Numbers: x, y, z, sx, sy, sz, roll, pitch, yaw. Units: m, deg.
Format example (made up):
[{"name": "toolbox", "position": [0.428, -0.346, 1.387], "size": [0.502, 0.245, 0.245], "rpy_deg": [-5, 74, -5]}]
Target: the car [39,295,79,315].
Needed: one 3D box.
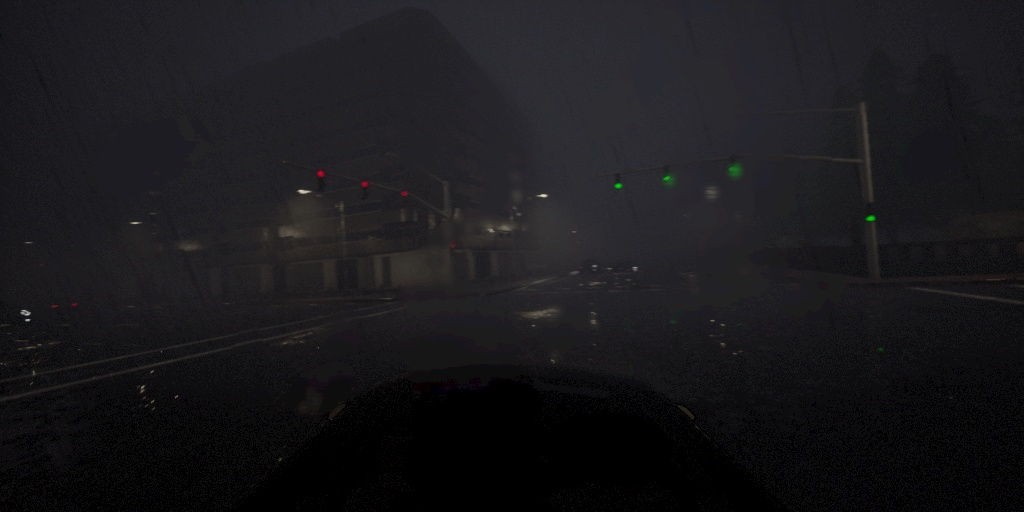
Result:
[{"name": "car", "position": [-42.724, 4.670, 33.384], "size": [5.357, 1.411, 2.033], "rpy_deg": [-4, -1, 22]}]

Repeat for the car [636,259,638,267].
[{"name": "car", "position": [17.954, 0.912, 54.148], "size": [1.994, 1.385, 4.181], "rpy_deg": [-4, -1, 22]}]

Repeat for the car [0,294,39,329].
[{"name": "car", "position": [-30.297, 3.436, 20.781], "size": [4.553, 1.767, 2.097], "rpy_deg": [-4, -1, 22]}]

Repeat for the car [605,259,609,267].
[{"name": "car", "position": [14.626, 1.155, 55.231], "size": [1.994, 1.385, 4.181], "rpy_deg": [-4, -1, 22]}]

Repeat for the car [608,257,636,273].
[{"name": "car", "position": [12.039, 1.090, 39.039], "size": [1.994, 1.385, 4.181], "rpy_deg": [-4, -1, 22]}]

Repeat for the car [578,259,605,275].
[{"name": "car", "position": [8.739, 1.119, 40.231], "size": [2.097, 1.767, 4.553], "rpy_deg": [-4, -1, 22]}]
